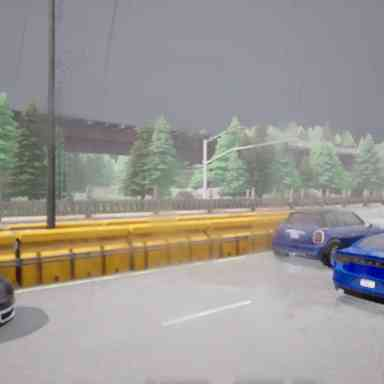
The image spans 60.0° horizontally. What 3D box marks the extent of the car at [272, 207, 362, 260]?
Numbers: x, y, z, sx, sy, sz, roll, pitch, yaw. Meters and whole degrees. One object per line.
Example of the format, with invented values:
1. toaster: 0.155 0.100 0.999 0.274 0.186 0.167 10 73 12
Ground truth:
1. car: 4.919 1.384 11.553 4.553 1.767 2.097 0 0 -35

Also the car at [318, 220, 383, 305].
1. car: 5.189 1.503 7.448 5.008 1.535 1.882 0 0 -35

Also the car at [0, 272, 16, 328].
1. car: -5.090 1.497 4.415 4.892 1.490 1.837 1 -1 -35
